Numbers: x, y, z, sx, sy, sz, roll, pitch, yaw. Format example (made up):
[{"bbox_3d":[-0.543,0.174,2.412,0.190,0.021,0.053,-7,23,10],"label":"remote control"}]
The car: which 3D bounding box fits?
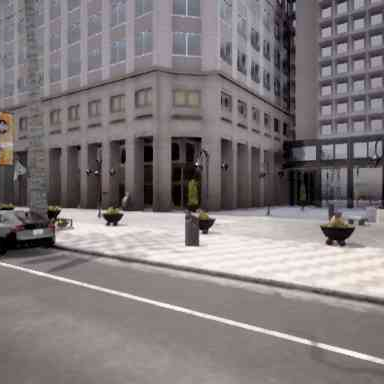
[{"bbox_3d":[-7.290,1.460,12.932,4.786,1.482,2.161,0,0,35],"label":"car"}]
